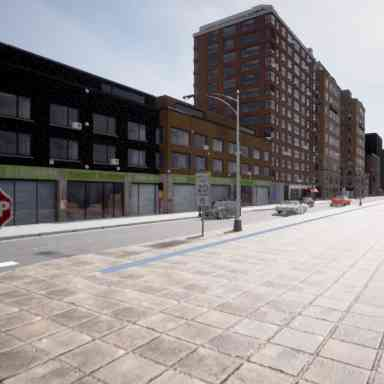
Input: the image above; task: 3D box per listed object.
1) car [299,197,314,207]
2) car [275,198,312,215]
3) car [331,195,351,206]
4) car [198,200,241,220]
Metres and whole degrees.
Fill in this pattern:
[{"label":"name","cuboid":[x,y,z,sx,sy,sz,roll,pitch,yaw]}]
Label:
[{"label":"car","cuboid":[15.318,1.424,45.533,1.837,1.490,4.892,0,0,36]},{"label":"car","cuboid":[10.039,1.537,33.227,1.895,1.301,4.718,0,0,36]},{"label":"car","cuboid":[23.188,1.266,51.657,2.097,1.767,4.553,0,1,36]},{"label":"car","cuboid":[2.358,1.448,27.537,1.837,1.490,4.892,0,0,36]}]
